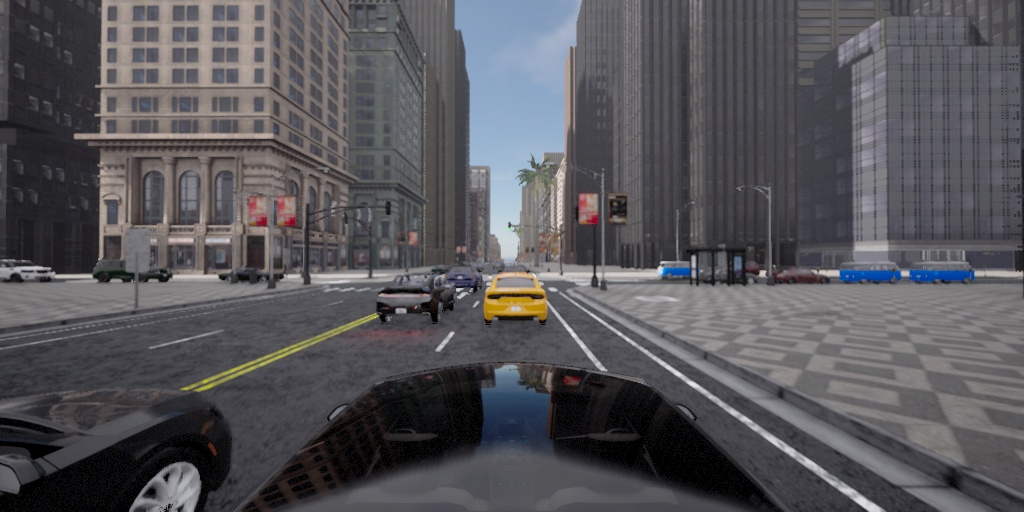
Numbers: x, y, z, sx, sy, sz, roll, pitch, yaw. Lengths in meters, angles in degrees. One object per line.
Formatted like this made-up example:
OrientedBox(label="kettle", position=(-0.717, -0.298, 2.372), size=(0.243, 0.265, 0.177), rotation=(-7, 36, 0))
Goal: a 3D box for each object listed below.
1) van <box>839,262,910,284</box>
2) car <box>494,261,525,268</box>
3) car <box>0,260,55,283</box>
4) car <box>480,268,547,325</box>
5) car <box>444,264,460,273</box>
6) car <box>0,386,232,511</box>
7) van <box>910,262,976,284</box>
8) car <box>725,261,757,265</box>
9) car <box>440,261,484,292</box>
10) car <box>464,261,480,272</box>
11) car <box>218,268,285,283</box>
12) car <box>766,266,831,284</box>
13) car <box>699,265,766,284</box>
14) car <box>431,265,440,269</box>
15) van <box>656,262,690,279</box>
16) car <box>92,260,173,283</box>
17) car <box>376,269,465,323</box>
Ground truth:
OrientedBox(label="van", position=(28.458, 1.385, 28.474), size=(3.998, 1.789, 1.690), rotation=(0, 0, 0))
OrientedBox(label="car", position=(0.127, 1.350, 23.740), size=(2.097, 1.767, 4.553), rotation=(0, -1, 0))
OrientedBox(label="car", position=(-43.733, 1.352, 31.376), size=(5.566, 2.045, 2.150), rotation=(0, 0, 0))
OrientedBox(label="car", position=(0.110, 1.349, 12.479), size=(1.882, 1.535, 5.008), rotation=(0, -1, 0))
OrientedBox(label="car", position=(-9.763, 1.994, 58.622), size=(1.895, 1.301, 4.718), rotation=(0, -1, 0))
OrientedBox(label="car", position=(-3.151, 1.247, 0.856), size=(1.837, 1.490, 4.892), rotation=(0, 0, 0))
OrientedBox(label="van", position=(34.135, 1.383, 28.469), size=(3.998, 1.789, 1.690), rotation=(0, 0, 0))
OrientedBox(label="car", position=(22.786, 1.434, 37.003), size=(5.009, 1.841, 2.192), rotation=(0, 0, 0))
OrientedBox(label="car", position=(-3.125, 1.349, 23.704), size=(2.097, 1.767, 4.553), rotation=(0, -1, 0))
OrientedBox(label="car", position=(-6.510, 1.751, 59.072), size=(2.097, 1.767, 4.553), rotation=(0, -1, 1))
OrientedBox(label="car", position=(-22.553, 1.706, 31.235), size=(4.718, 1.301, 1.895), rotation=(0, 0, 0))
OrientedBox(label="car", position=(22.780, 1.629, 28.479), size=(4.207, 1.307, 1.802), rotation=(0, 0, 0))
OrientedBox(label="car", position=(17.103, 1.601, 28.484), size=(4.403, 1.370, 2.007), rotation=(0, 0, 0))
OrientedBox(label="car", position=(-9.791, 1.881, 48.642), size=(1.895, 1.301, 4.718), rotation=(0, -1, -2))
OrientedBox(label="van", position=(17.109, 1.463, 37.008), size=(3.998, 1.789, 1.690), rotation=(0, 0, 0))
OrientedBox(label="car", position=(-33.026, 1.338, 31.306), size=(5.566, 2.045, 2.150), rotation=(0, 0, 0))
OrientedBox(label="car", position=(-3.137, 1.364, 12.582), size=(2.128, 1.511, 4.902), rotation=(0, -1, 0))
